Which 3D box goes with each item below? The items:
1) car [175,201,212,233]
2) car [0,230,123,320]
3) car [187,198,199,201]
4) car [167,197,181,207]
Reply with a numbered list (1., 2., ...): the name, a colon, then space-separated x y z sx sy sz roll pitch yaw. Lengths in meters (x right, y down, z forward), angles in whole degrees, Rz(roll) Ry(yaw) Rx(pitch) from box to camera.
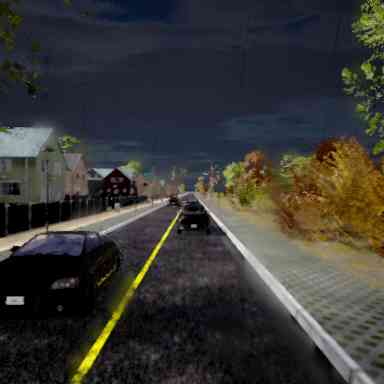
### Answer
1. car: 0.103 1.509 19.763 1.837 1.490 4.892 0 1 0
2. car: -2.848 1.565 7.355 1.994 1.385 4.181 0 0 0
3. car: 0.112 1.498 39.414 2.128 1.511 4.902 0 0 0
4. car: -2.790 1.516 52.029 1.837 1.490 4.892 0 0 0
